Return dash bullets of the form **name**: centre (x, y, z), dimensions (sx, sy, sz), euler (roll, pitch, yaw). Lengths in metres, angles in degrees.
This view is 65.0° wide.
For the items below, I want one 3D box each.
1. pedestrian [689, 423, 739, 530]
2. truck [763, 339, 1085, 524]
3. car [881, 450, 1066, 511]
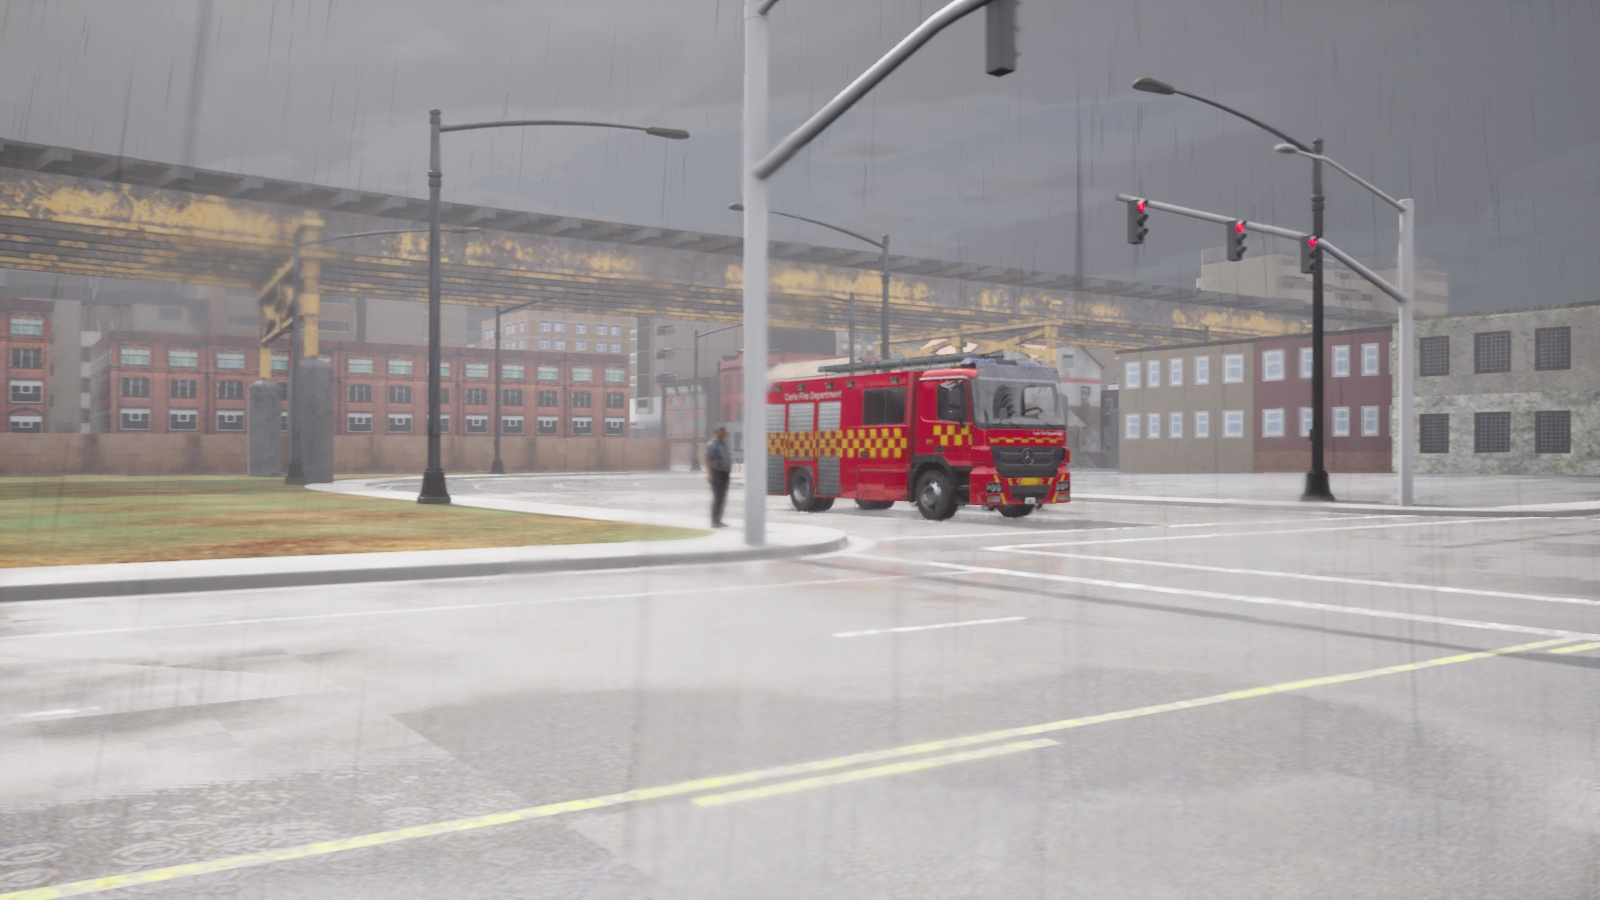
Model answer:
- **pedestrian**: centre (-1.523, 0.462, 22.292), dimensions (0.694, 1.848, 0.540), euler (0, 0, 37)
- **truck**: centre (2.646, -0.354, 30.246), dimensions (2.891, 3.827, 8.468), euler (0, 0, -35)
- **car**: centre (4.541, 0.769, 33.644), dimensions (2.128, 1.511, 4.902), euler (0, 0, -35)
